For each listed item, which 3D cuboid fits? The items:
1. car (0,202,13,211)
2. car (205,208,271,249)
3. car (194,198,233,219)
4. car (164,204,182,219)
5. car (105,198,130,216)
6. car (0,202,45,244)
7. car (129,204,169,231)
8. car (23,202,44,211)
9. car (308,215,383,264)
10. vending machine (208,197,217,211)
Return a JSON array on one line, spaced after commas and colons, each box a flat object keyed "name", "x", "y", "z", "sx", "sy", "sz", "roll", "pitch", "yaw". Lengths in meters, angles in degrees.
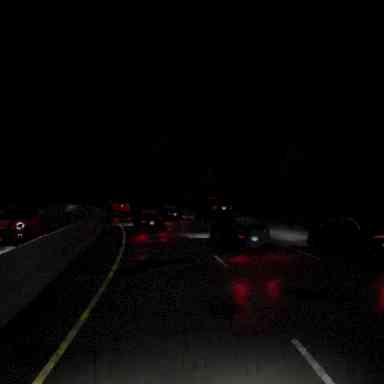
[{"name": "car", "x": -32.876, "y": 2.501, "z": 57.632, "sx": 2.033, "sy": 1.411, "sz": 5.357, "roll": 0, "pitch": -1, "yaw": -42}, {"name": "car", "x": 2.102, "y": 1.680, "z": 15.343, "sx": 1.812, "sy": 1.442, "sz": 4.674, "roll": 0, "pitch": -1, "yaw": -9}, {"name": "car", "x": 1.933, "y": 1.554, "z": 31.101, "sx": 2.150, "sy": 2.045, "sz": 5.566, "roll": 0, "pitch": -1, "yaw": -18}, {"name": "car", "x": -2.291, "y": 1.900, "z": 32.622, "sx": 1.812, "sy": 1.442, "sz": 4.674, "roll": 0, "pitch": -1, "yaw": -19}, {"name": "car", "x": -8.943, "y": 1.726, "z": 39.815, "sx": 2.150, "sy": 2.045, "sz": 5.566, "roll": 0, "pitch": -1, "yaw": -24}, {"name": "car", "x": -9.062, "y": 1.577, "z": 16.975, "sx": 2.097, "sy": 1.767, "sz": 4.553, "roll": 0, "pitch": -1, "yaw": -12}, {"name": "car", "x": -3.061, "y": 1.791, "z": 22.954, "sx": 1.812, "sy": 1.442, "sz": 4.674, "roll": 0, "pitch": -1, "yaw": -14}, {"name": "car", "x": -26.246, "y": 2.396, "z": 54.987, "sx": 2.033, "sy": 1.411, "sz": 5.357, "roll": 0, "pitch": -1, "yaw": -37}, {"name": "car", "x": 6.068, "y": 1.597, "z": 12.395, "sx": 2.128, "sy": 1.511, "sz": 4.902, "roll": 0, "pitch": -1, "yaw": -6}, {"name": "vending machine", "x": 3.048, "y": 1.731, "z": 49.421, "sx": 1.100, "sy": 2.100, "sz": 0.880, "roll": 1, "pitch": -1, "yaw": -26}]
